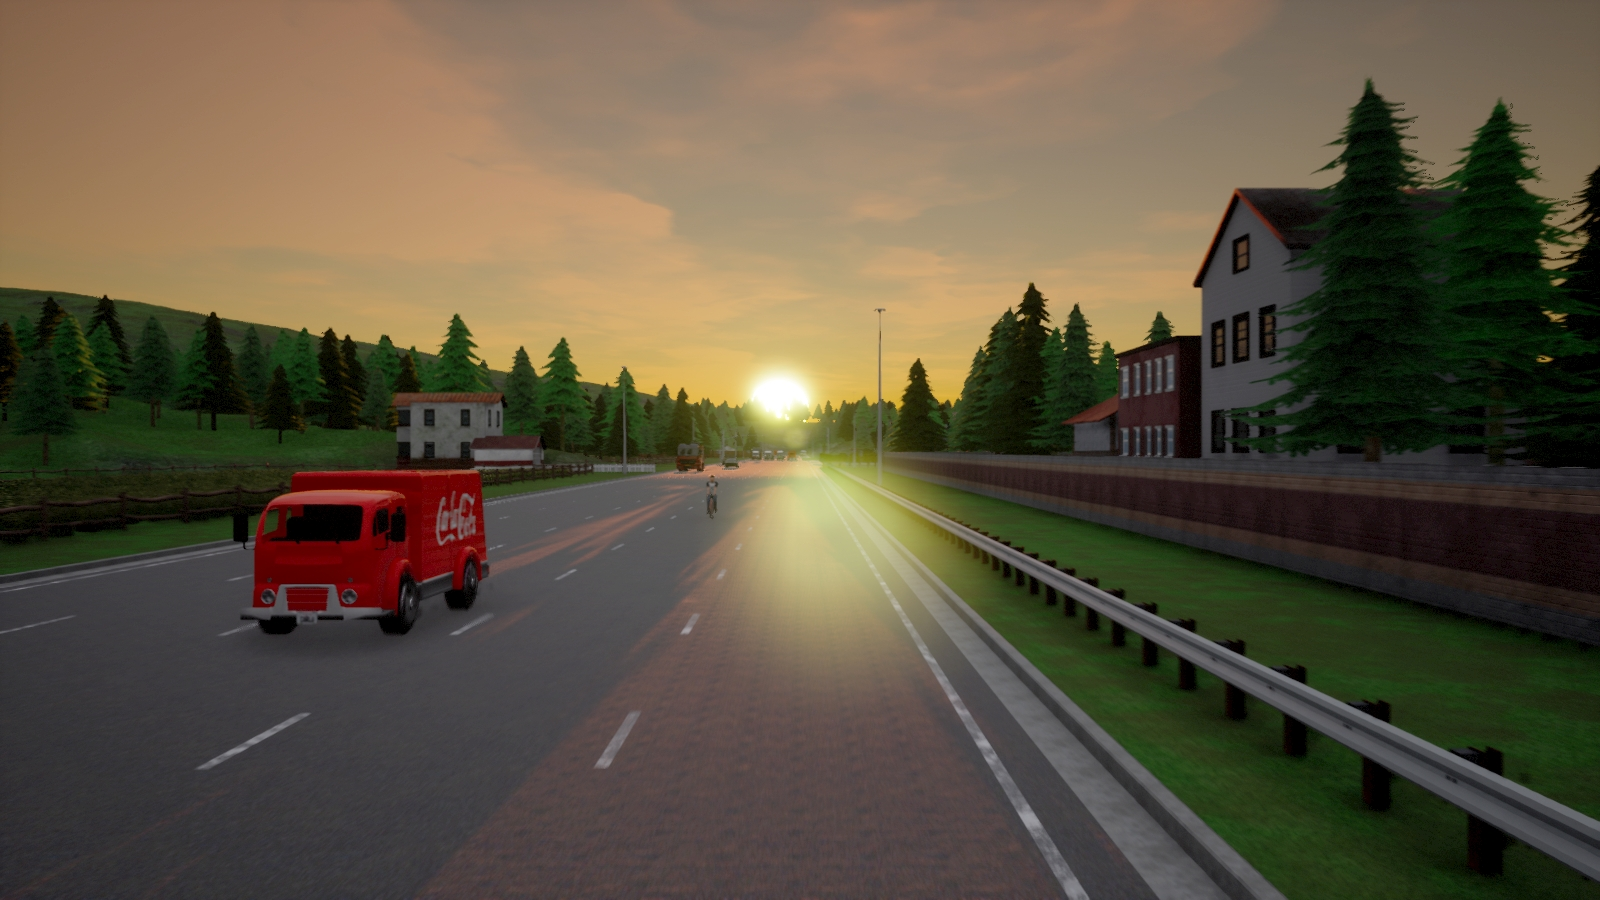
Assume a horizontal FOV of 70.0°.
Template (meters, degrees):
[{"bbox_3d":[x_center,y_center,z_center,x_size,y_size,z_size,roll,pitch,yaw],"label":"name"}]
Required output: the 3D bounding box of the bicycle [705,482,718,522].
[{"bbox_3d":[-3.523,2.056,45.672,0.373,1.496,1.643,0,0,0],"label":"bicycle"}]

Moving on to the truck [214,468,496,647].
[{"bbox_3d":[-7.009,1.568,18.832,2.627,2.467,5.204,0,0,0],"label":"truck"}]
